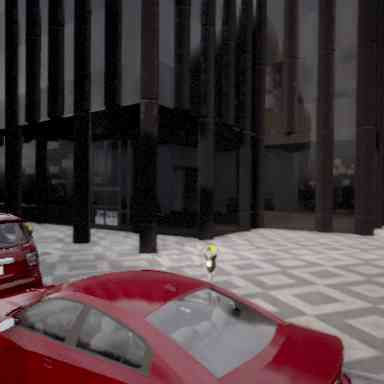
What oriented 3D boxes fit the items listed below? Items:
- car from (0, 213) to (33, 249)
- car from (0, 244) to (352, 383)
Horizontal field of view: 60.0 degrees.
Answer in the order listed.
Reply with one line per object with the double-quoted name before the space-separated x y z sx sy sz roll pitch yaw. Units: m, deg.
"car" -4.952 1.296 6.447 5.009 1.841 2.192 0 1 35
"car" -0.794 1.534 3.515 4.507 1.381 1.887 0 1 35
